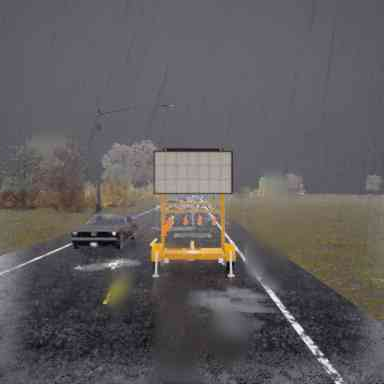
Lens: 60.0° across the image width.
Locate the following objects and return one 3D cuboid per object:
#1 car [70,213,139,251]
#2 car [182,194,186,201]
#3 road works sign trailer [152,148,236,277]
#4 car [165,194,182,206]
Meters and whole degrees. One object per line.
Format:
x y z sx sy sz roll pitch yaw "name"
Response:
-3.572 1.607 14.353 1.895 1.301 4.718 0 0 0 "car"
-2.692 1.290 88.055 2.150 2.045 5.566 0 0 1 "car"
0.031 0.468 10.241 2.380 3.560 2.880 0 0 -1 "road works sign trailer"
-3.252 1.387 55.810 2.097 1.767 4.553 0 0 1 "car"
